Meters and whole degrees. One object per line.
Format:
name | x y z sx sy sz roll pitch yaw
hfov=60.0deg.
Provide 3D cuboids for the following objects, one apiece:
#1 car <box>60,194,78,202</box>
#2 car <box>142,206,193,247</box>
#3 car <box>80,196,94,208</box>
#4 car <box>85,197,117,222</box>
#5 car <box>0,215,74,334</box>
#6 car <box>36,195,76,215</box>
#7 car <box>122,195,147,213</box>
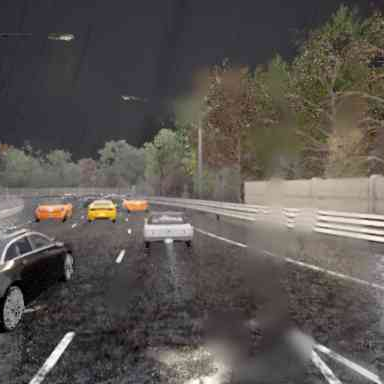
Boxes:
car | -26.719 1.310 72.110 2.128 1.511 4.902 0 0 -40
car | -1.162 1.540 14.738 1.895 1.301 4.718 0 0 -8
car | -14.408 1.355 46.622 1.837 1.490 4.892 0 0 -25
car | -6.819 1.391 25.415 1.882 1.535 5.008 0 0 -14
car | -3.830 1.476 6.644 2.128 1.511 4.902 0 0 -4
car | -10.435 1.279 25.462 2.097 1.767 4.553 0 0 -14
car | -6.104 1.221 35.172 2.097 1.767 4.553 0 0 -19
